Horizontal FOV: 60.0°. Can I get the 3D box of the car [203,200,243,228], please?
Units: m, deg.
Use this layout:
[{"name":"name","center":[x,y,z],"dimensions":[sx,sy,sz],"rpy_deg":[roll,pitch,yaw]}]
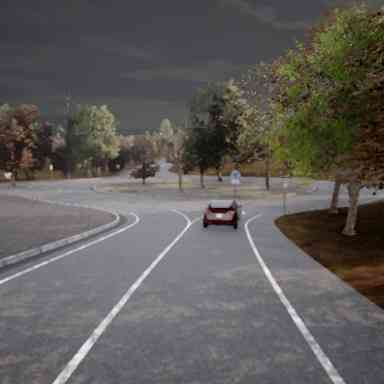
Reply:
[{"name":"car","center":[1.896,1.156,19.839],"dimensions":[2.163,1.488,4.792],"rpy_deg":[1,4,12]}]
